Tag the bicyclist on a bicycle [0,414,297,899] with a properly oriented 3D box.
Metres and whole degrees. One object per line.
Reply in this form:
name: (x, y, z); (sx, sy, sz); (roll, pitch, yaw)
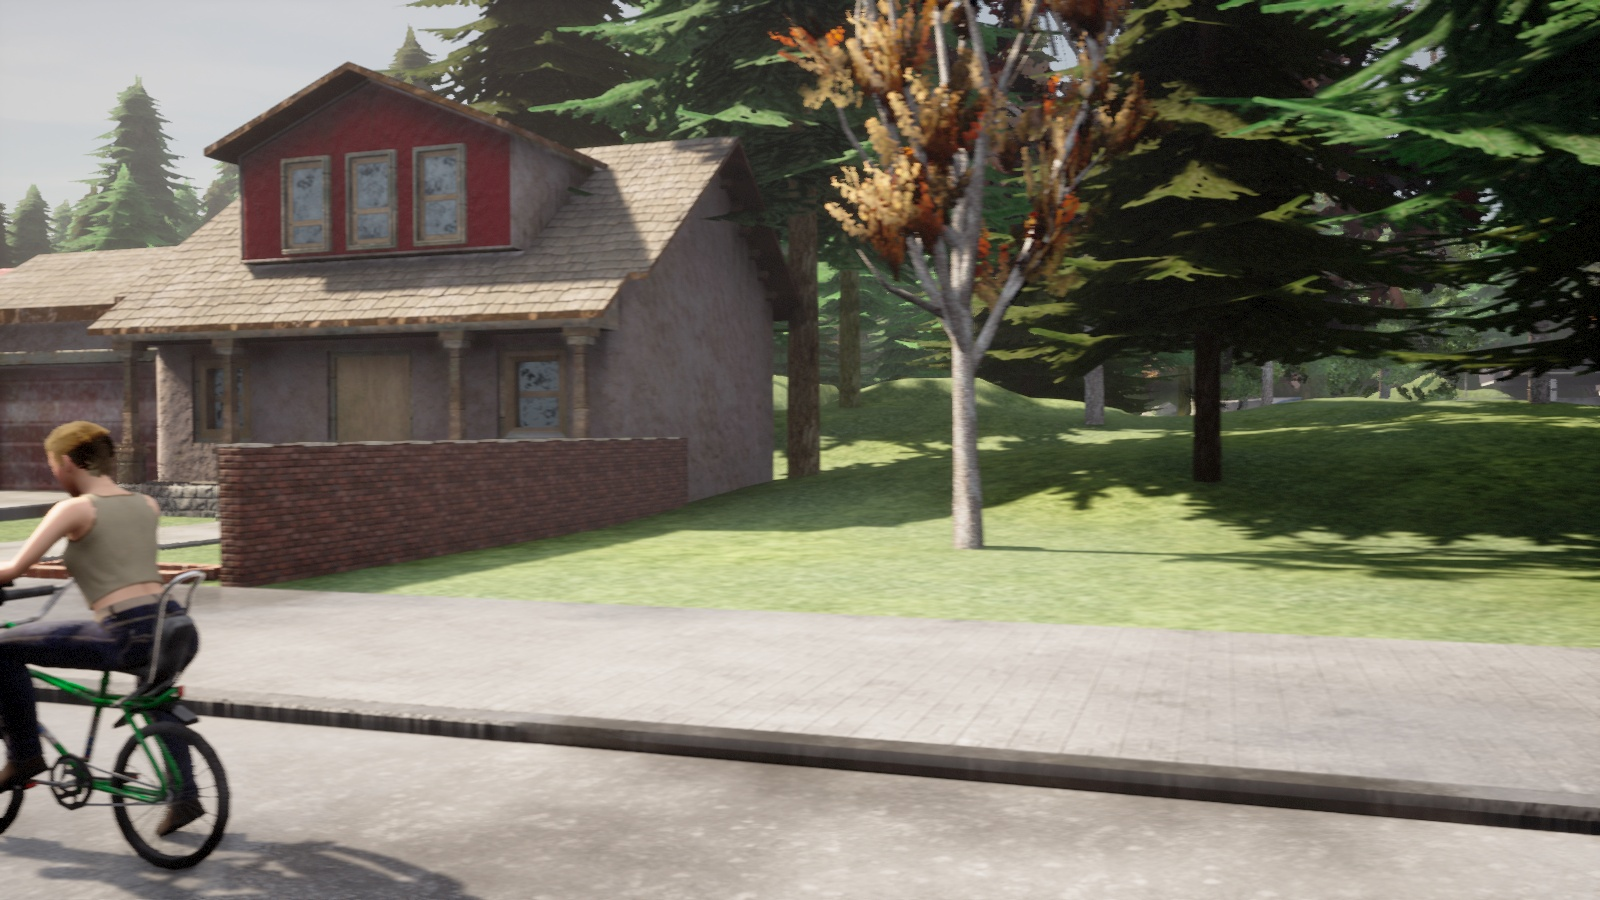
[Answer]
bicyclist on a bicycle: (-2.796, 0.678, 4.671); (1.509, 1.612, 0.866); (1, 1, 18)
